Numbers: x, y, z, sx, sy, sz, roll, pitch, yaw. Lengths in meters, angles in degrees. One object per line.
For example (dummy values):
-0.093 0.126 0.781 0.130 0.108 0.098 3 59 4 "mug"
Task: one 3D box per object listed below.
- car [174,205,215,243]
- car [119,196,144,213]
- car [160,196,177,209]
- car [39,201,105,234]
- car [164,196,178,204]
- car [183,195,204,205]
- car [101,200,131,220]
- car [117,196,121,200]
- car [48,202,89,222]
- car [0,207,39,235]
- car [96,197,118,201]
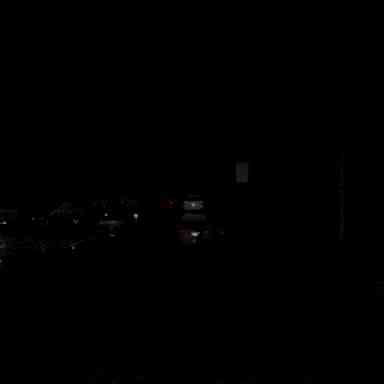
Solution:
0.126 1.601 16.326 1.812 1.442 4.674 0 0 0 "car"
-6.940 1.590 39.618 1.882 1.535 5.008 0 0 0 "car"
-3.342 1.590 46.268 1.812 1.442 4.674 0 0 0 "car"
-7.048 1.571 20.166 1.882 1.535 5.008 0 0 0 "car"
-3.830 1.415 60.403 2.033 1.411 5.357 0 1 -8 "car"
0.155 1.346 36.399 2.150 2.045 5.566 0 0 0 "car"
-6.981 1.692 29.152 1.994 1.385 4.181 0 0 1 "car"
-10.439 1.390 48.707 2.097 1.767 4.553 0 1 0 "car"
-10.489 1.653 28.631 1.812 1.442 4.674 0 0 1 "car"
-10.553 1.616 19.542 1.812 1.442 4.674 0 0 0 "car"
-10.442 1.596 38.516 1.882 1.535 5.008 0 0 0 "car"
